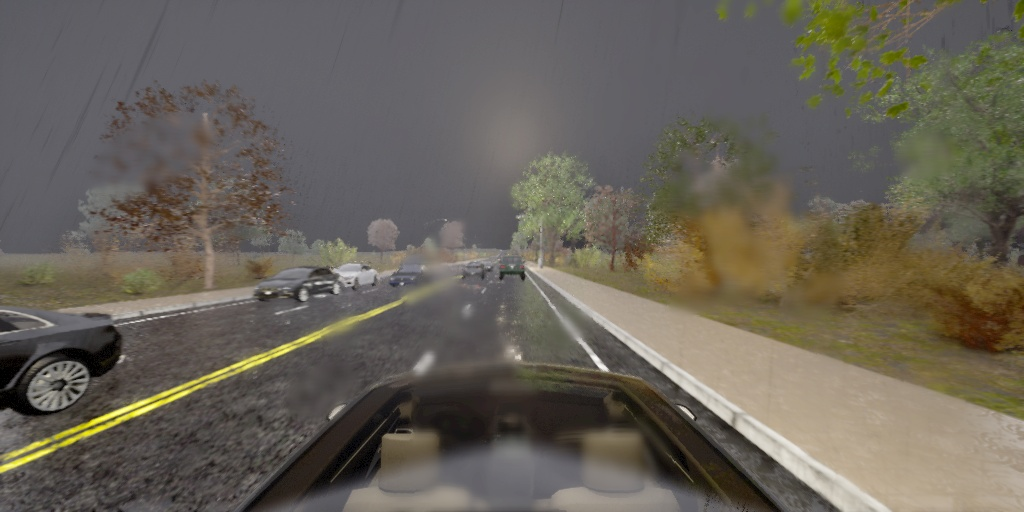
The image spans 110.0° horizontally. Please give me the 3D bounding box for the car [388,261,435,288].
[{"bbox_3d":[-6.546,1.293,24.093,2.033,1.411,5.357,0,0,1],"label":"car"}]

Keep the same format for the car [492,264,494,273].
[{"bbox_3d":[-3.201,1.344,43.994,1.895,1.301,4.718,0,0,0],"label":"car"}]

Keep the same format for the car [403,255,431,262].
[{"bbox_3d":[-9.730,0.959,36.678,2.150,2.045,5.566,0,0,0],"label":"car"}]

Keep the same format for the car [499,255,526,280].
[{"bbox_3d":[0.021,0.975,31.394,2.150,2.045,5.566,0,0,0],"label":"car"}]

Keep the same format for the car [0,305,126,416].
[{"bbox_3d":[-6.593,1.231,3.134,2.128,1.511,4.902,0,0,0],"label":"car"}]

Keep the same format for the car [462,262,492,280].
[{"bbox_3d":[-3.225,1.241,31.852,2.128,1.511,4.902,0,0,0],"label":"car"}]

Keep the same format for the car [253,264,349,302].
[{"bbox_3d":[-9.830,1.245,16.885,1.837,1.490,4.892,0,0,0],"label":"car"}]

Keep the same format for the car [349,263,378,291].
[{"bbox_3d":[-9.736,1.184,22.001,1.812,1.442,4.674,0,0,0],"label":"car"}]
